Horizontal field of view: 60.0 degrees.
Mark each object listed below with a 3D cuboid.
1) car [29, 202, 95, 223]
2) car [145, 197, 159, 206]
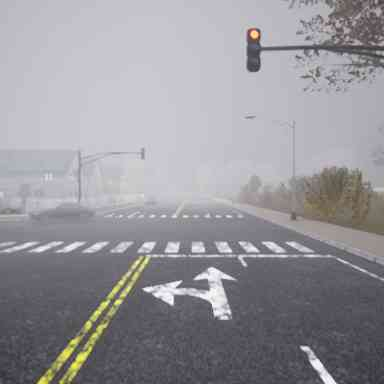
[{"bbox_3d":[-9.593,1.486,24.821,4.674,1.442,1.812,1,2,-39],"label":"car"},{"bbox_3d":[-6.463,1.516,54.157,2.033,1.411,5.357,0,0,0],"label":"car"}]
